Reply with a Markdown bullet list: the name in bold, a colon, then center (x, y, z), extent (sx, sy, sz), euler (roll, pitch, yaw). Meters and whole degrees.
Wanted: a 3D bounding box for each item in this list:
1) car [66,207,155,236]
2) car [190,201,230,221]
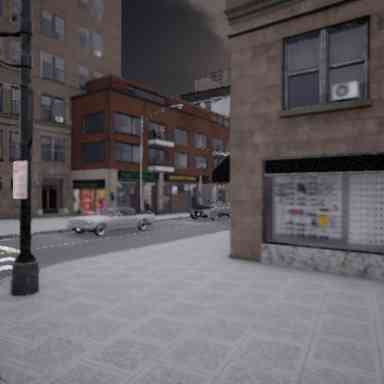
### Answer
- **car**: center (-4.192, 1.476, 17.723), extent (1.895, 1.301, 4.718), euler (0, 0, 35)
- **car**: center (1.622, 1.422, 25.892), extent (1.994, 1.385, 4.181), euler (0, 0, 35)
